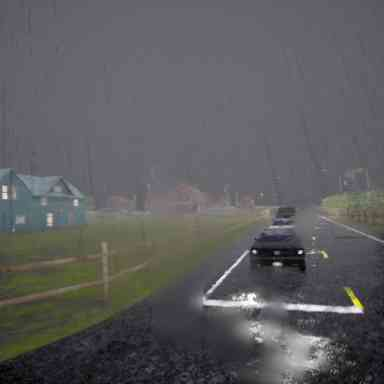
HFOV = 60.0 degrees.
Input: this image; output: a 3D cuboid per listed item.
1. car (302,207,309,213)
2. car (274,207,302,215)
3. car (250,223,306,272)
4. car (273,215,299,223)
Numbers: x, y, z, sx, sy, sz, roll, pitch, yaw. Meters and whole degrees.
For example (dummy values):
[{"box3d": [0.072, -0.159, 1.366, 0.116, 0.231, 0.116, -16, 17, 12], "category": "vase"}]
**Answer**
[{"box3d": [28.163, 4.544, 82.933, 1.882, 1.535, 5.008, -3, -3, 17], "category": "car"}, {"box3d": [9.810, 2.541, 34.323, 2.150, 2.045, 5.566, -3, -3, 16], "category": "car"}, {"box3d": [3.399, 2.117, 12.927, 1.895, 1.301, 4.718, -3, -3, 17], "category": "car"}, {"box3d": [6.285, 2.478, 22.547, 1.895, 1.301, 4.718, -3, -3, 17], "category": "car"}]
